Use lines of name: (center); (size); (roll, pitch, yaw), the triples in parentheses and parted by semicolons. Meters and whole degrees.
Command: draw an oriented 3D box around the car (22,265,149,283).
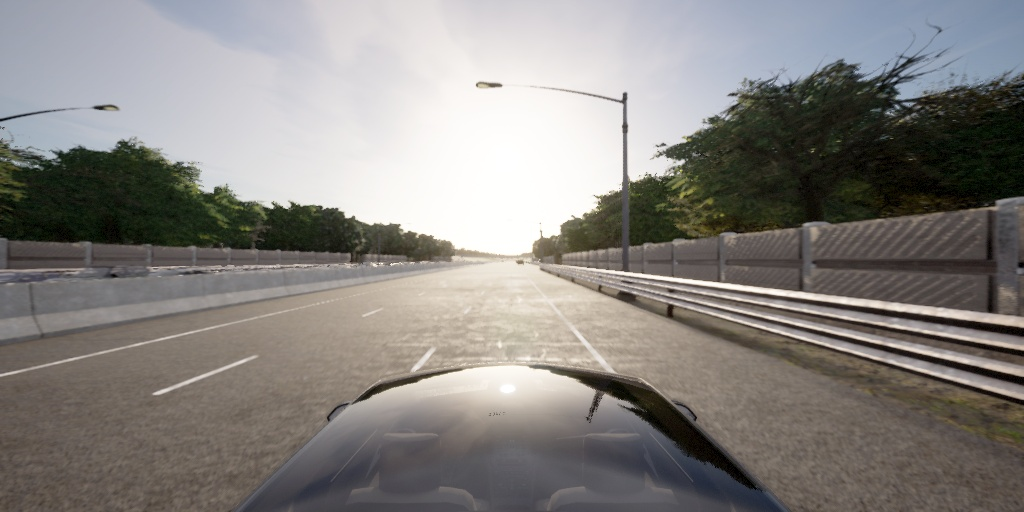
car: (-21.095, 1.287, 18.573); (2.097, 1.767, 4.553); (0, -1, 0)

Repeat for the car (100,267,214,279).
car: (-17.595, 1.441, 18.680); (1.837, 1.490, 4.892); (0, -1, 0)

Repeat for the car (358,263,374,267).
car: (-24.503, 1.886, 60.551); (1.837, 1.490, 4.892); (0, 0, 0)

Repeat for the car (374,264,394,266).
car: (-21.004, 1.984, 60.611); (1.895, 1.301, 4.718); (0, -1, 1)

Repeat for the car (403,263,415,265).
car: (-17.516, 1.888, 60.789); (1.837, 1.490, 4.892); (0, 0, 1)

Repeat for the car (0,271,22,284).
car: (-24.597, 1.479, 18.216); (2.033, 1.411, 5.357); (0, -1, 0)
